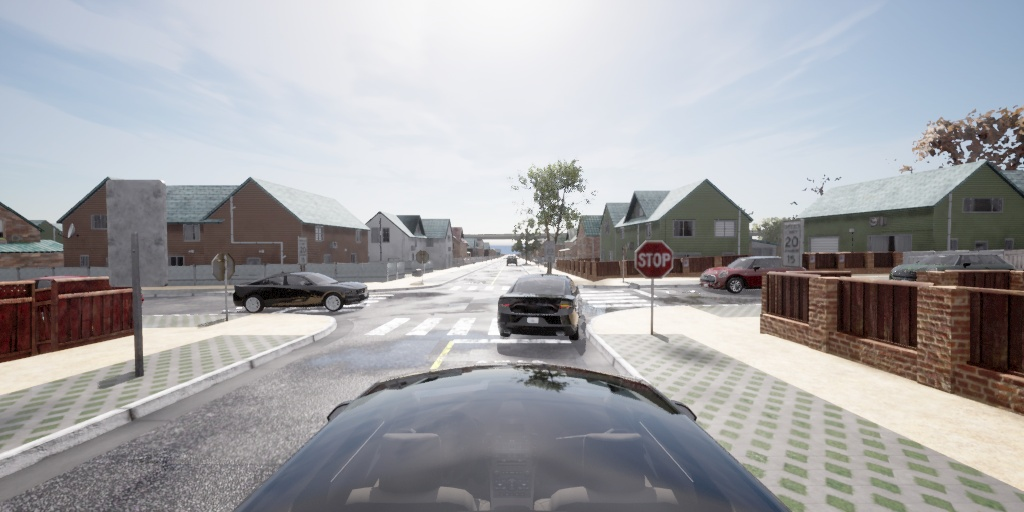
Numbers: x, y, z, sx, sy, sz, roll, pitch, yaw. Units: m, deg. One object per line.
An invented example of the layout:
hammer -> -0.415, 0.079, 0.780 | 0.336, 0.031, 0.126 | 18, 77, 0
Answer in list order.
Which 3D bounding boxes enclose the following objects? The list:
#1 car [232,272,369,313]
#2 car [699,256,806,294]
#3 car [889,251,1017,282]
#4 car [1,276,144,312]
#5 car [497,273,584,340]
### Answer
car -> -8.469, 1.377, 14.611 | 5.008, 1.535, 1.882 | -1, 2, 0
car -> 11.805, 0.820, 17.695 | 4.553, 1.767, 2.097 | -1, 2, 0
car -> 21.700, 0.646, 17.768 | 4.553, 1.767, 2.097 | -1, 2, 0
car -> -18.022, 1.547, 14.547 | 5.008, 1.535, 1.882 | -1, 2, 0
car -> 0.957, 1.224, 10.085 | 1.882, 1.535, 5.008 | 0, 0, 12
